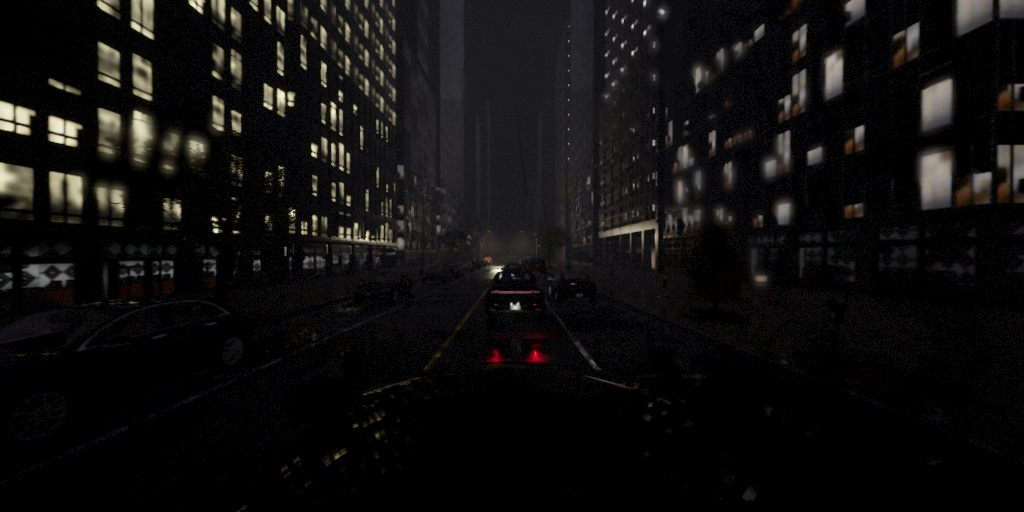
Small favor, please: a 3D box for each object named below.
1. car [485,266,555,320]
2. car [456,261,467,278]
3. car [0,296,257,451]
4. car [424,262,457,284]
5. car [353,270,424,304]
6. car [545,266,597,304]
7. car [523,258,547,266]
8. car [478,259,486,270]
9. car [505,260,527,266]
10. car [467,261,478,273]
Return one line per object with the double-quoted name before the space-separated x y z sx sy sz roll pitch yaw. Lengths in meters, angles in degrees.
"car" 0.099 1.260 12.670 2.128 1.511 4.902 0 0 0
"car" -5.693 1.241 33.463 1.967 1.591 4.097 0 0 0
"car" -5.692 1.306 5.045 2.007 1.370 4.403 0 0 0
"car" -5.693 1.374 27.780 1.802 1.307 4.207 0 0 0
"car" -5.692 1.325 16.412 2.007 1.370 4.403 0 0 0
"car" 2.689 1.324 16.413 2.007 1.370 4.403 0 0 0
"car" 2.688 1.125 39.148 2.192 1.841 5.009 0 0 0
"car" -5.694 1.402 56.198 1.948 1.339 4.313 0 0 0
"car" 0.087 1.322 30.248 1.812 1.442 4.674 0 0 0
"car" -5.693 1.345 44.661 1.751 1.417 4.829 0 0 0
